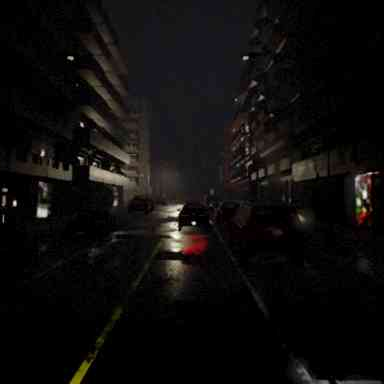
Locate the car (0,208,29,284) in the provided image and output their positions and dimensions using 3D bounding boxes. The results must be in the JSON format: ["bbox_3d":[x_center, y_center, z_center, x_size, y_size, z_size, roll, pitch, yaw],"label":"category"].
[{"bbox_3d":[-5.289,1.306,6.855,2.192,1.841,5.009,1,0,0],"label":"car"}]

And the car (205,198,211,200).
[{"bbox_3d":[2.558,1.562,34.450,1.802,1.307,4.206,1,0,0],"label":"car"}]

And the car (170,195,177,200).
[{"bbox_3d":[-5.271,1.641,94.713,1.947,1.339,4.313,1,0,0],"label":"car"}]

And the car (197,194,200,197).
[{"bbox_3d":[2.613,1.391,94.757,2.192,1.841,5.009,1,0,0],"label":"car"}]

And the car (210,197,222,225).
[{"bbox_3d":[2.558,1.419,23.388,1.967,1.590,4.097,1,0,0],"label":"car"}]

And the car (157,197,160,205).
[{"bbox_3d":[-5.286,1.529,40.039,1.887,1.381,4.507,1,0,0],"label":"car"}]

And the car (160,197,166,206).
[{"bbox_3d":[-5.283,1.589,56.633,1.802,1.307,4.206,1,0,0],"label":"car"}]

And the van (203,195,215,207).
[{"bbox_3d":[2.567,1.338,51.045,1.690,1.788,3.998,1,0,0],"label":"van"}]

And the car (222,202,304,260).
[{"bbox_3d":[2.558,1.300,12.324,2.192,1.841,5.009,1,0,0],"label":"car"}]

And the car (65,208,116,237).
[{"bbox_3d":[-5.292,1.546,17.918,1.947,1.339,4.313,1,0,0],"label":"car"}]

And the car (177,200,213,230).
[{"bbox_3d":[0.108,1.484,20.945,1.837,1.490,4.892,0,0,0],"label":"car"}]

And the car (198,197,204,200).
[{"bbox_3d":[0.120,1.584,38.976,1.895,1.301,4.718,0,0,0],"label":"car"}]

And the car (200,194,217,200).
[{"bbox_3d":[2.566,1.305,45.513,2.192,1.841,5.009,1,0,0],"label":"car"}]

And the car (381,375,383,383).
[{"bbox_3d":[2.594,1.438,1.263,1.967,1.590,4.097,1,0,0],"label":"car"}]

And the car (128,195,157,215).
[{"bbox_3d":[-5.282,1.295,34.508,2.192,1.841,5.009,1,0,0],"label":"car"}]
